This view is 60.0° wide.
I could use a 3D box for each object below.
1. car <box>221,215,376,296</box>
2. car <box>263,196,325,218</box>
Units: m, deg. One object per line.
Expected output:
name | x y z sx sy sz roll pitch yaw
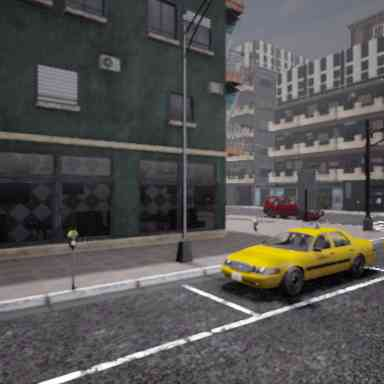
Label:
car | 2.936 1.524 8.659 4.829 1.417 1.752 0 0 -36
car | 7.930 1.260 26.454 2.192 1.841 5.009 0 0 -36
